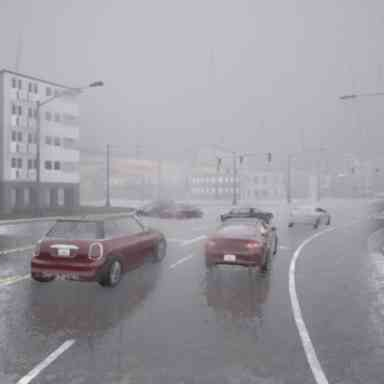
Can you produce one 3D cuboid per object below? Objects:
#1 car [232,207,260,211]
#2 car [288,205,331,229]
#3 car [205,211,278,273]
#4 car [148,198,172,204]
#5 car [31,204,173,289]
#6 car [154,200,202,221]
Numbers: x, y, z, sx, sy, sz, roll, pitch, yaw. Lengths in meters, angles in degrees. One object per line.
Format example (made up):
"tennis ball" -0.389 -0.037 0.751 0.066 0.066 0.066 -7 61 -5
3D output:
"car" 3.887 1.707 22.810 1.895 1.301 4.718 0 0 35
"car" 7.978 1.631 22.507 1.812 1.442 4.674 0 -1 36
"car" 1.737 1.577 10.974 1.812 1.442 4.674 0 0 19
"car" -3.231 1.496 31.163 2.097 1.767 4.553 0 0 37
"car" -2.361 1.399 9.652 2.097 1.767 4.553 0 0 15
"car" -0.912 1.696 28.418 1.994 1.385 4.181 0 0 36
